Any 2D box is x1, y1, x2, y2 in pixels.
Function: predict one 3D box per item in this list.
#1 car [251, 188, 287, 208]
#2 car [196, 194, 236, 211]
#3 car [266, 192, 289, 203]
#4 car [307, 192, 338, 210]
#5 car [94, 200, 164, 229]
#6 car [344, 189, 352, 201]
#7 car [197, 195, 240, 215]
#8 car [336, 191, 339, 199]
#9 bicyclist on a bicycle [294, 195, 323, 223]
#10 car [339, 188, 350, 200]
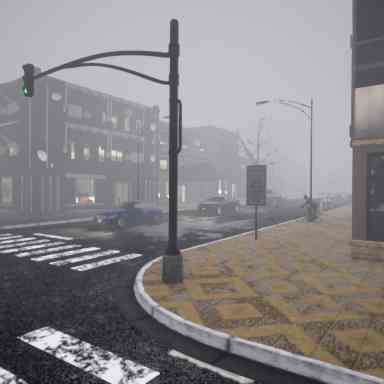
[{"bbox_3d":[8.369,0.599,37.105,2.150,2.045,5.566,1,1,35],"label":"car"},{"bbox_3d":[2.450,1.011,33.340,2.008,1.369,4.403,2,2,35],"label":"car"},{"bbox_3d":[12.170,0.767,47.203,1.802,1.307,4.206,2,2,35],"label":"car"},{"bbox_3d":[12.711,0.993,33.029,2.008,1.369,4.403,2,2,35],"label":"car"},{"bbox_3d":[-3.600,1.248,19.843,1.812,1.442,4.674,1,1,37],"label":"car"},{"bbox_3d":[25.481,0.619,51.641,1.887,1.381,4.507,2,2,35],"label":"car"},{"bbox_3d":[2.350,1.028,28.437,1.882,1.535,5.008,1,1,35],"label":"car"},{"bbox_3d":[18.598,0.788,46.274,1.895,1.301,4.718,1,1,35],"label":"car"},{"bbox_3d":[6.830,1.003,19.562,1.656,1.620,0.582,0,1,35],"label":"bicyclist on a bicycle"},{"bbox_3d":[24.284,0.572,54.508,2.033,1.411,5.357,1,1,36],"label":"car"}]
